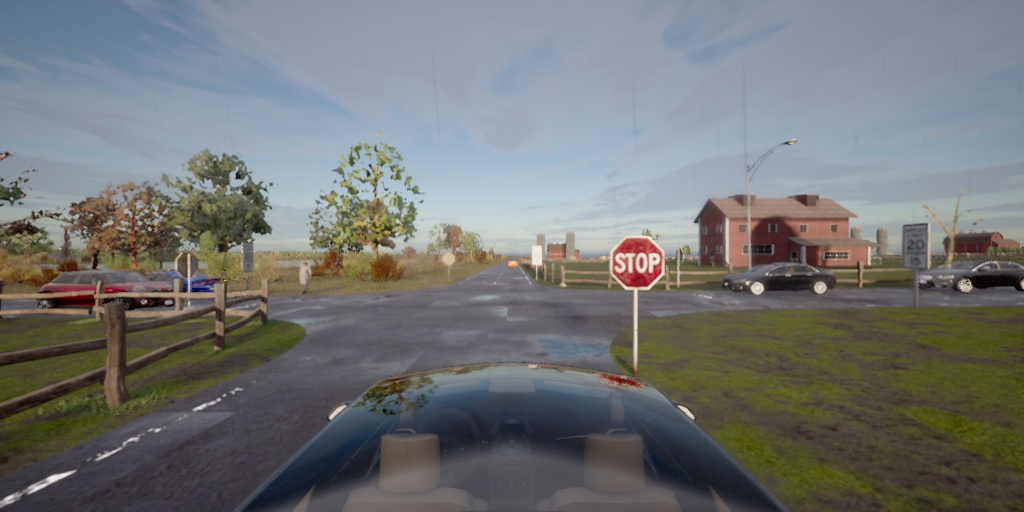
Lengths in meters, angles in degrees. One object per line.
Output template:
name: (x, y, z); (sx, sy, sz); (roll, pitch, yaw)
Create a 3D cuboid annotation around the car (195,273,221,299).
car: (-17.467, 1.515, 18.006); (5.008, 1.535, 1.882); (-1, 0, 1)

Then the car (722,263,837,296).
car: (13.045, 1.113, 17.695); (4.892, 1.490, 1.837); (-1, 0, 2)

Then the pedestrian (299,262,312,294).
pedestrian: (-12.106, 1.256, 20.944); (0.375, 1.860, 0.375); (0, 1, 1)

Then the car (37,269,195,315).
car: (-16.610, 1.387, 15.034); (4.553, 1.767, 2.097); (-1, 0, 1)

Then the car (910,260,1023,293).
car: (22.571, 0.961, 17.554); (4.902, 1.511, 2.128); (-1, 0, 1)
